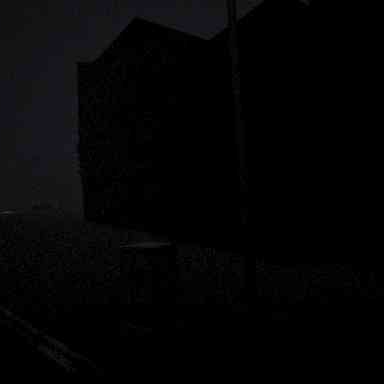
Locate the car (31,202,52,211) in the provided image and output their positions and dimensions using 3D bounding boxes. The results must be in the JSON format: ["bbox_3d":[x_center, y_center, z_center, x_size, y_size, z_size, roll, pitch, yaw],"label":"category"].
[{"bbox_3d":[-26.617,2.506,58.864,1.882,1.535,5.008,-4,-1,3],"label":"car"}]
